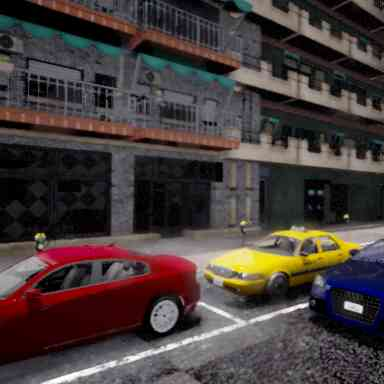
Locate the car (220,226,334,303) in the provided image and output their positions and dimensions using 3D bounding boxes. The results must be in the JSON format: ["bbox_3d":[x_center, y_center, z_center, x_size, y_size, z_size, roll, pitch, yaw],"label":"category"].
[{"bbox_3d":[2.514,1.574,8.344,4.829,1.417,1.752,1,0,-35],"label":"car"}]

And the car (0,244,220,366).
[{"bbox_3d":[-1.957,1.553,5.155,4.507,1.381,1.887,0,0,-35],"label":"car"}]

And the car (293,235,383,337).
[{"bbox_3d":[4.118,1.613,6.310,4.181,1.385,1.994,0,0,-36],"label":"car"}]
